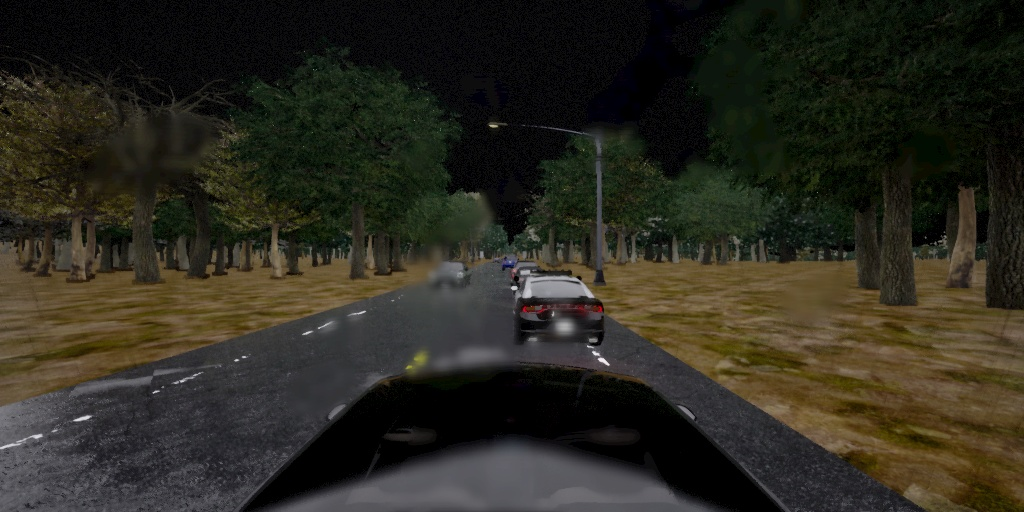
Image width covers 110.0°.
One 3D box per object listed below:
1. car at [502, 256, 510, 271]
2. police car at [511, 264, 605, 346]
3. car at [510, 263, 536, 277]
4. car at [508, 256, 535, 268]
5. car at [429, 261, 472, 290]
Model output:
[{"bbox_3d":[-0.206,0.952,49.465,2.150,2.045,5.566,0,0,0],"label":"car"},{"bbox_3d":[1.013,1.178,9.575,1.930,1.638,5.238,0,0,0],"label":"police car"},{"bbox_3d":[0.965,1.279,19.468,1.812,1.442,4.674,0,0,0],"label":"car"},{"bbox_3d":[0.934,1.101,25.439,2.097,1.767,4.553,0,0,0],"label":"car"},{"bbox_3d":[-3.699,1.103,22.268,2.097,1.767,4.553,0,0,0],"label":"car"}]
